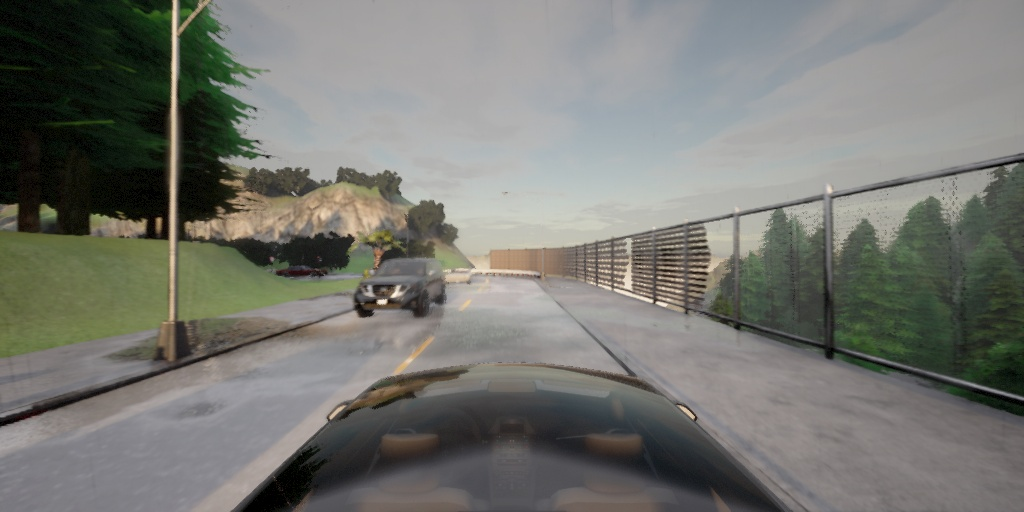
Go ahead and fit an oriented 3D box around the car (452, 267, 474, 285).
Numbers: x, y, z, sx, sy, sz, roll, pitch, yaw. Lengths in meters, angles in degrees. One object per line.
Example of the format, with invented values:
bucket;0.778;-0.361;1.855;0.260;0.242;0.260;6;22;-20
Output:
car;-4.110;1.591;28.670;1.895;1.301;4.718;0;-1;-2

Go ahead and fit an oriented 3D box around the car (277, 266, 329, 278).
car;-22.210;1.677;38.254;4.718;1.301;1.895;0;-1;0

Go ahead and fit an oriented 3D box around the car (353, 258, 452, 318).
car;-3.973;1.080;13.783;2.150;2.045;5.566;0;-1;0
